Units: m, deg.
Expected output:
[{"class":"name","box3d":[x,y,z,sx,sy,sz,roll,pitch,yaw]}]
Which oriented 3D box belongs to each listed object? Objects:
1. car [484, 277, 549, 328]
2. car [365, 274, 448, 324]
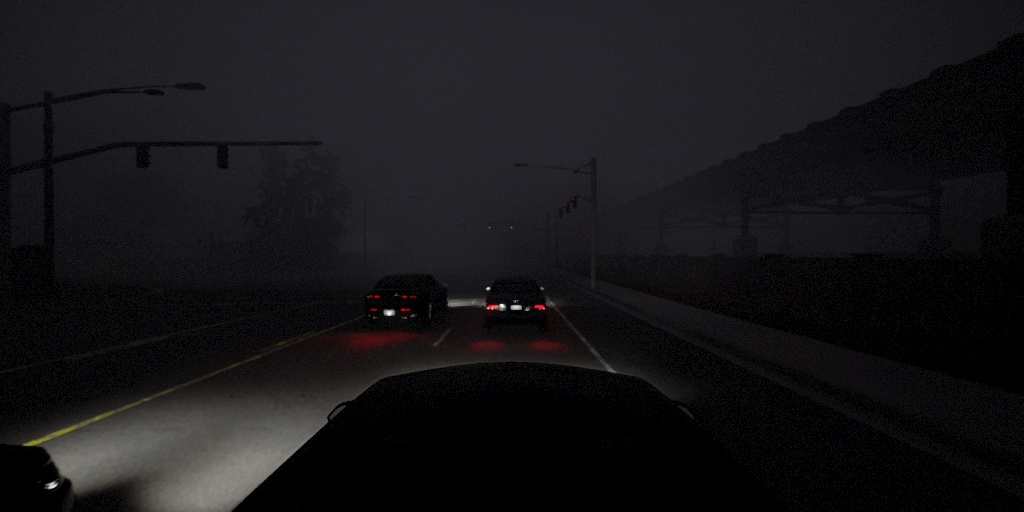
[{"class":"car","box3d":[0.105,1.379,11.682,2.033,1.411,5.357,0,0,0]},{"class":"car","box3d":[-3.410,1.339,12.324,1.837,1.490,4.892,0,-1,0]}]
